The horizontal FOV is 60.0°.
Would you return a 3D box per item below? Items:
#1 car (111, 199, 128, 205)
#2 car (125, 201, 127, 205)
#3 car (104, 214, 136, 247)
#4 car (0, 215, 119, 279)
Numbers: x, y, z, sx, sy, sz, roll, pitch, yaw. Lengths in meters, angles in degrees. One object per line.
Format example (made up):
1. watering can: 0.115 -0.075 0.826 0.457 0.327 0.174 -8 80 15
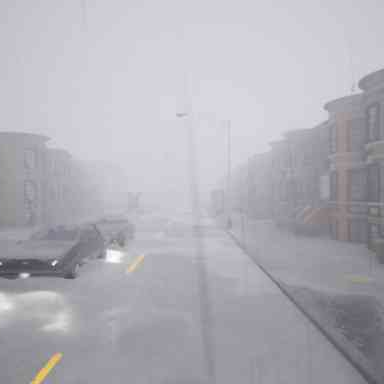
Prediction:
1. car: -19.479 2.650 89.376 4.193 1.474 1.816 0 -1 10
2. car: -19.333 2.541 86.426 4.611 1.667 2.242 0 -1 10
3. car: -4.001 1.799 16.232 1.994 1.385 4.181 0 -1 0
4. car: -4.094 1.699 10.791 2.033 1.411 5.357 0 -1 0
